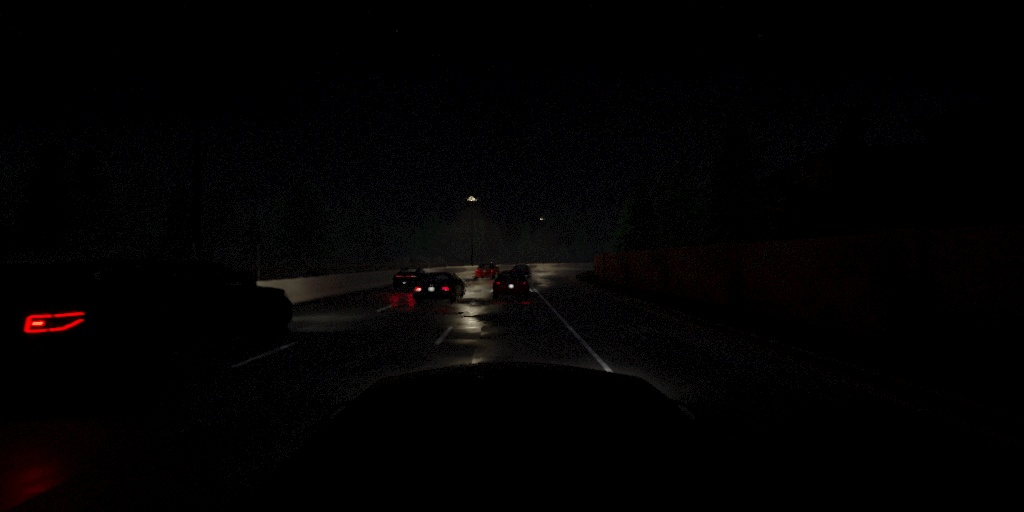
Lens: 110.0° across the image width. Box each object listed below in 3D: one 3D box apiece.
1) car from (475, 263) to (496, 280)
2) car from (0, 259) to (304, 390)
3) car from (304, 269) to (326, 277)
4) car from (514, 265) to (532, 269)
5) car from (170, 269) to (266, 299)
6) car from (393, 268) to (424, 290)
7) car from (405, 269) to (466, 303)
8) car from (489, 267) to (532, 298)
[{"bbox_3d":[-2.485,1.562,38.220,2.097,1.767,4.553,0,-1,8],"label":"car"},{"bbox_3d":[-6.932,1.084,7.233,2.150,2.045,5.566,0,-1,-1],"label":"car"},{"bbox_3d":[-14.184,1.641,24.150,1.812,1.442,4.674,0,-1,1],"label":"car"},{"bbox_3d":[1.050,1.667,38.418,1.882,1.535,5.008,-1,-1,8],"label":"car"},{"bbox_3d":[-17.695,1.616,21.982,1.837,1.490,4.892,0,-1,1],"label":"car"},{"bbox_3d":[-7.008,1.581,25.895,2.128,1.511,4.902,0,-1,1],"label":"car"},{"bbox_3d":[-3.536,1.521,18.157,2.033,1.411,5.357,0,-1,-1],"label":"car"},{"bbox_3d":[-0.048,1.541,20.351,1.994,1.385,4.181,0,-1,0],"label":"car"}]
